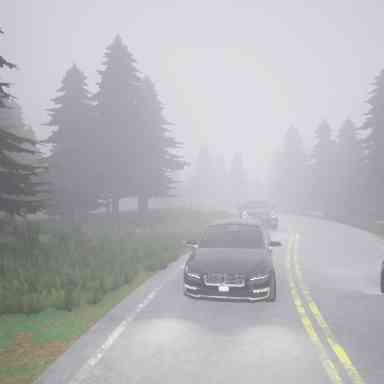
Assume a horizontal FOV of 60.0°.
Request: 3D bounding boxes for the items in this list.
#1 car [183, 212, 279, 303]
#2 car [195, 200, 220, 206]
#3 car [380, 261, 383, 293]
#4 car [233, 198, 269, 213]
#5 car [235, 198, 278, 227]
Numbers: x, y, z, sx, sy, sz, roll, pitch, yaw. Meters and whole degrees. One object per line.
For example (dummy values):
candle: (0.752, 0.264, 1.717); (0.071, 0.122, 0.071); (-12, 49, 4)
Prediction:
car: (1.100, 1.496, 8.421); (1.837, 1.490, 4.892); (-1, 0, 13)
car: (1.968, 1.799, 44.867); (1.812, 1.442, 4.674); (3, -5, -35)
car: (4.498, 1.308, 4.647); (2.097, 1.767, 4.553); (-1, 0, 8)
car: (6.241, 1.410, 35.737); (1.837, 1.490, 4.892); (2, -1, -15)
car: (3.911, 1.269, 20.449); (2.097, 1.767, 4.553); (-1, 0, 5)
